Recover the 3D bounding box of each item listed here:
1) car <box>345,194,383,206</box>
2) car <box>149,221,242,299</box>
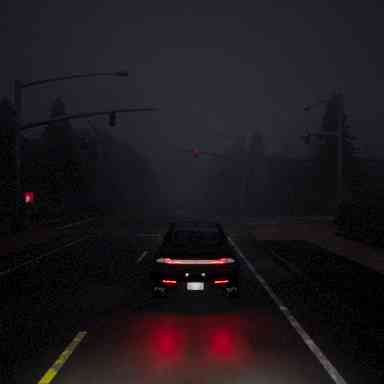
[{"bbox_3d":[15.881,1.202,28.964,5.566,2.045,2.150,0,0,-8],"label":"car"},{"bbox_3d":[0.084,1.492,8.444,2.128,1.511,4.902,0,0,0],"label":"car"}]
